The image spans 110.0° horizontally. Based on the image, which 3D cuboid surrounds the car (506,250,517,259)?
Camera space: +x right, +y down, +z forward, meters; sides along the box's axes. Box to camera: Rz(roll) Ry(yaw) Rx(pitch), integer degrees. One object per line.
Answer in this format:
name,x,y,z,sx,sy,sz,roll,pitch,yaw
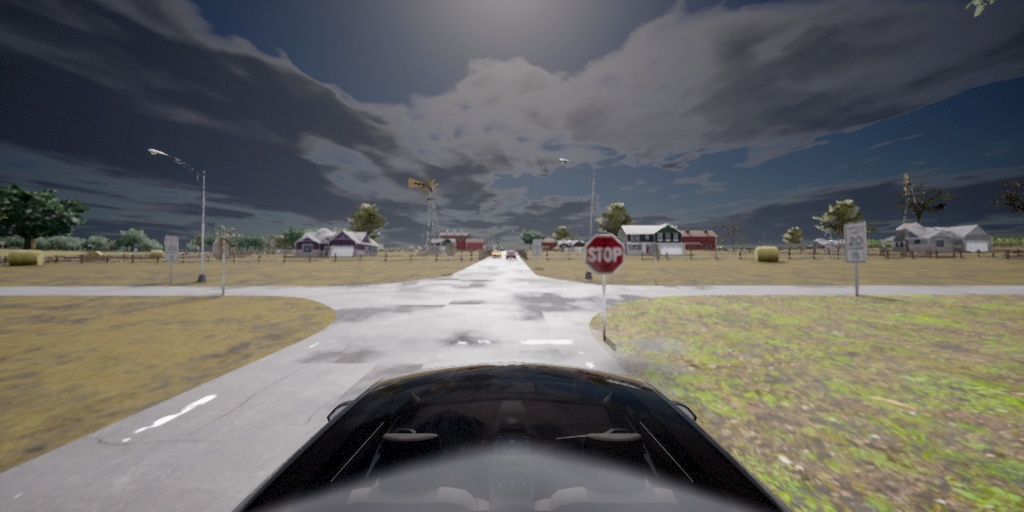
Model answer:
car,-0.159,-0.091,64.104,1.895,1.301,4.718,0,1,0
